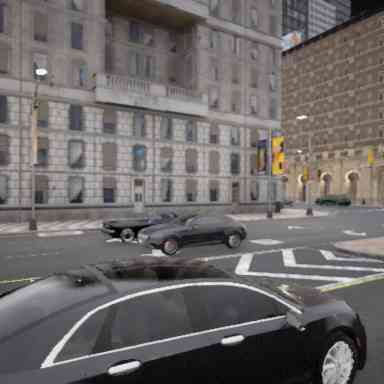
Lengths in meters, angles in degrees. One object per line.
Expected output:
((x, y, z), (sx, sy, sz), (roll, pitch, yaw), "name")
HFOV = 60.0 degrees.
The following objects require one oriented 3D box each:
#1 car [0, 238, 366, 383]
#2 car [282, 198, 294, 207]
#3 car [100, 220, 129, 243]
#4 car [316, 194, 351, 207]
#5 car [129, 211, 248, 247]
((-0.136, 1.509, 3.635), (4.892, 1.490, 1.837), (0, 0, -31), "car")
((14.445, 1.623, 54.402), (1.882, 1.535, 5.008), (0, 0, -31), "car")
((-1.953, 1.622, 16.160), (4.718, 1.301, 1.895), (0, 0, -31), "car")
((22.988, 1.397, 54.229), (2.150, 2.045, 5.566), (0, 0, -31), "car")
((0.122, 1.549, 13.322), (4.674, 1.442, 1.812), (0, 0, -31), "car")
